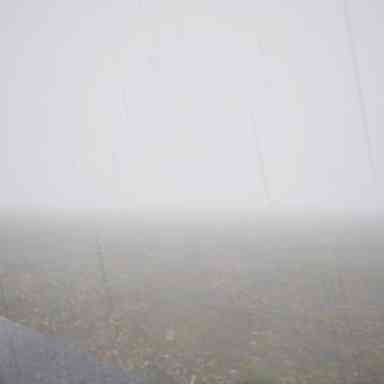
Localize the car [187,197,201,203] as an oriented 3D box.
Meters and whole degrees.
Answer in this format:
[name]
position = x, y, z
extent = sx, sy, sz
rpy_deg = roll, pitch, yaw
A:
[car]
position = 0.532, 2.271, 93.999
extent = 1.882, 1.535, 5.008
rpy_deg = 1, 0, 36
